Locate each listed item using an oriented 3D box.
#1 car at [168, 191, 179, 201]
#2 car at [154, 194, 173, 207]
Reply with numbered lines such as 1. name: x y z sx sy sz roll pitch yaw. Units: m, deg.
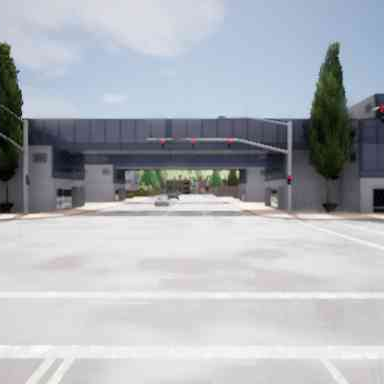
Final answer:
1. car: -3.808 0.782 69.132 2.150 2.045 5.566 0 0 0
2. car: -4.014 1.314 44.966 1.895 1.301 4.718 0 0 0
